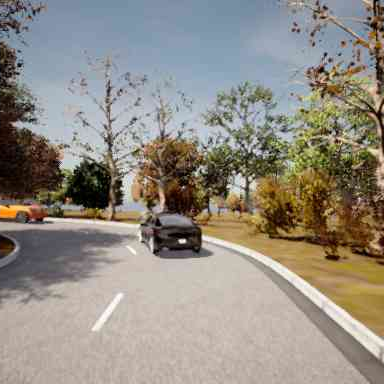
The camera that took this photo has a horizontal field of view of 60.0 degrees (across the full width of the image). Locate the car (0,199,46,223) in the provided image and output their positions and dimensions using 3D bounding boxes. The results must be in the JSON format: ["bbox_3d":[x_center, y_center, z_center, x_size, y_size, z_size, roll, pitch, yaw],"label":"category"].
[{"bbox_3d":[-12.922,1.211,23.803,4.553,1.767,2.097,2,-2,9],"label":"car"}]

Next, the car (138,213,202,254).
[{"bbox_3d":[-1.092,1.642,14.387,1.882,1.535,5.008,1,-1,-18],"label":"car"}]
